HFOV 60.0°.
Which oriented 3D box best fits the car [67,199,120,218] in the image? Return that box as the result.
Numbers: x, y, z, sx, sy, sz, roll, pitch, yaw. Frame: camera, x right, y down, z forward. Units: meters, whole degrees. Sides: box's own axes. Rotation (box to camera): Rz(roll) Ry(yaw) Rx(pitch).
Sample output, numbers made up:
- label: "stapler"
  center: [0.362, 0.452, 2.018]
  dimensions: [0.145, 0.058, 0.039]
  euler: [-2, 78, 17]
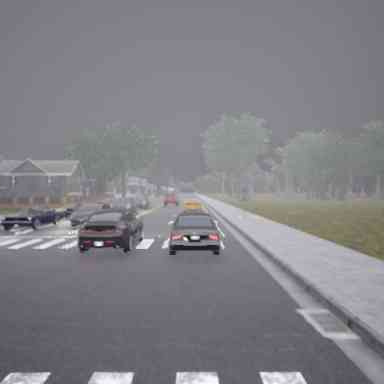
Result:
- label: "car"
  center: [-6.568, 1.477, 22.386]
  dimensions: [1.837, 1.490, 4.892]
  euler: [0, 0, 2]

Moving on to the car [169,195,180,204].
- label: "car"
  center: [-3.266, 1.381, 62.846]
  dimensions: [1.882, 1.535, 5.008]
  euler: [0, 0, 0]

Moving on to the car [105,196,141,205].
- label: "car"
  center: [-6.595, 1.307, 32.246]
  dimensions: [2.097, 1.767, 4.553]
  euler: [0, 0, 0]

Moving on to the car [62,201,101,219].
- label: "car"
  center: [-9.858, 1.560, 30.037]
  dimensions: [1.895, 1.301, 4.718]
  euler: [0, 0, 0]

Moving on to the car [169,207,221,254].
- label: "car"
  center: [0.096, 1.533, 13.308]
  dimensions: [2.033, 1.411, 5.357]
  euler: [0, 0, 0]

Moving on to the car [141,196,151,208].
- label: "car"
  center: [-6.549, 1.290, 42.184]
  dimensions: [2.097, 1.767, 4.553]
  euler: [0, 0, 1]

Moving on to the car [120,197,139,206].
- label: "car"
  center: [-9.798, 1.468, 52.728]
  dimensions: [2.033, 1.411, 5.357]
  euler: [0, 0, 1]

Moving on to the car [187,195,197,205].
- label: "car"
  center: [0.052, 1.414, 60.413]
  dimensions: [1.837, 1.490, 4.892]
  euler: [0, 1, 0]

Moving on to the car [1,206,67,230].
- label: "car"
  center: [-9.853, 1.575, 20.868]
  dimensions: [1.895, 1.301, 4.718]
  euler: [0, 0, 0]

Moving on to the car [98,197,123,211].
- label: "car"
  center: [-9.808, 1.446, 40.296]
  dimensions: [1.837, 1.490, 4.892]
  euler: [0, 0, 1]

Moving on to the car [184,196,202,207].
- label: "car"
  center: [0.092, 1.426, 36.137]
  dimensions: [1.882, 1.535, 5.008]
  euler: [0, 0, 0]

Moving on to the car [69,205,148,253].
- label: "car"
  center: [-3.153, 1.490, 13.660]
  dimensions: [1.837, 1.490, 4.892]
  euler: [0, 0, 0]

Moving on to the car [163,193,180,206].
- label: "car"
  center: [-3.263, 1.142, 52.455]
  dimensions: [2.150, 2.045, 5.566]
  euler: [0, 0, 0]
